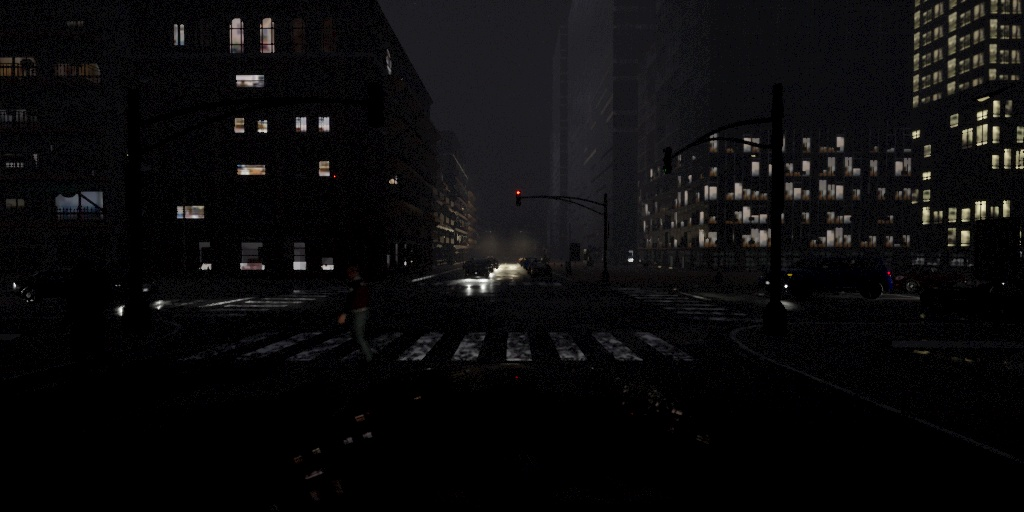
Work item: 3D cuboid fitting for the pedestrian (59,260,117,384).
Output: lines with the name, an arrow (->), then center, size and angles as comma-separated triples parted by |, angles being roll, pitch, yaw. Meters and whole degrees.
pedestrian -> -6.643, 1.043, 5.614 | 0.375, 1.860, 0.375 | -1, 1, 0

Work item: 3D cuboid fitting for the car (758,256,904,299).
car -> 15.727, 1.020, 18.145 | 5.566, 2.045, 2.150 | 0, 1, 1

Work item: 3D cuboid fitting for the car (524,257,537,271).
car -> 2.631, 1.159, 38.170 | 1.967, 1.591, 4.097 | 0, 0, 0

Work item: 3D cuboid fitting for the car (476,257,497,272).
car -> -3.126, 1.218, 43.067 | 1.837, 1.490, 4.892 | 0, 0, 0

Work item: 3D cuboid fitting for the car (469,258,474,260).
car -> -5.726, 1.270, 49.423 | 1.948, 1.339, 4.313 | 0, 0, 0

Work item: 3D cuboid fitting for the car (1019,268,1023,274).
car -> 25.748, 1.336, 18.016 | 4.902, 1.511, 2.128 | 0, 1, 1

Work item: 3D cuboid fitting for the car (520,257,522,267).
car -> 2.618, 1.240, 55.109 | 1.888, 1.381, 4.507 | 0, 0, 0

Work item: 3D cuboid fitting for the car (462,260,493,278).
car -> -3.113, 1.290, 32.864 | 1.994, 1.385, 4.181 | 0, 0, 0

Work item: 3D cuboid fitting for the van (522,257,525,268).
van -> 2.623, 1.045, 49.462 | 1.690, 1.789, 3.998 | 0, 0, 0

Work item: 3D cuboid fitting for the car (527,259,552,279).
car -> 2.635, 1.272, 32.525 | 1.888, 1.381, 4.507 | 0, 0, 0

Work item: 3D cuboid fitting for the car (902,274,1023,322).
car -> 16.707, 1.445, 12.228 | 4.403, 1.370, 2.007 | 0, 0, 1

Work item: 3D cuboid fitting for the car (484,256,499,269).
car -> -3.111, 1.049, 53.472 | 2.097, 1.767, 4.553 | 0, 0, 1

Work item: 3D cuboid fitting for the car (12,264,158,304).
car -> -18.155, 1.183, 15.387 | 4.902, 1.511, 2.128 | 0, 1, 1

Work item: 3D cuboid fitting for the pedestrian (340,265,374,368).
pedestrian -> -2.714, 1.045, 6.349 | 0.375, 1.860, 0.375 | -1, 1, 0

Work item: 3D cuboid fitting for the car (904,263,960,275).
car -> 23.360, 1.230, 20.780 | 4.097, 1.591, 1.967 | 0, 0, 1
